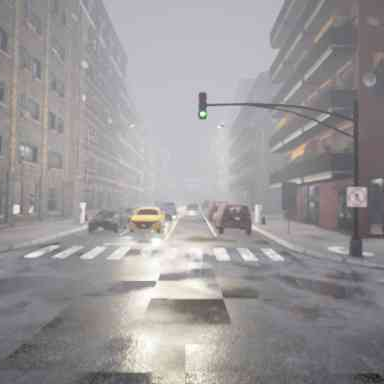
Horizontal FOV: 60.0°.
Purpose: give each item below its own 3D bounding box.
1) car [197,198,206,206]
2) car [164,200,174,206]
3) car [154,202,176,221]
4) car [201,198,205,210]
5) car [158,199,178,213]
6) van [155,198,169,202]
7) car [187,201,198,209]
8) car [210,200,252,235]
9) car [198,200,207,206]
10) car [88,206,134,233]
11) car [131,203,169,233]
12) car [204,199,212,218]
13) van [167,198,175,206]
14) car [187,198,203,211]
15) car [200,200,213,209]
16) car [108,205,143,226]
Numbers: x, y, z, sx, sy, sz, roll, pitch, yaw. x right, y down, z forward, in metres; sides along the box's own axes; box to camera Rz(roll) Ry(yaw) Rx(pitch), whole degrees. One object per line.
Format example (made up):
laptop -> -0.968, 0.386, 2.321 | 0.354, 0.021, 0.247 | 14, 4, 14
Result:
car -> 2.605, 2.613, 88.240 | 2.192, 1.841, 5.009 | 2, -1, 0
car -> -5.282, 2.551, 77.080 | 2.008, 1.369, 4.403 | 2, -1, 0
car -> -2.830, 1.923, 31.233 | 1.994, 1.385, 4.181 | 1, -1, 0
car -> 2.603, 2.068, 54.863 | 2.192, 1.841, 5.009 | 2, -1, 0
car -> -2.820, 1.994, 41.659 | 1.837, 1.490, 4.892 | 1, -1, 0
van -> -5.275, 1.981, 54.829 | 1.690, 1.788, 3.998 | 2, -1, 0
car -> 0.083, 2.389, 61.699 | 1.994, 1.385, 4.181 | 1, -1, 0
car -> 2.603, 1.642, 21.507 | 2.192, 1.841, 5.009 | 2, -1, 0
car -> 2.598, 2.771, 82.672 | 1.947, 1.339, 4.313 | 2, -1, 0
car -> -5.284, 1.780, 21.461 | 1.947, 1.339, 4.313 | 2, -1, 0
car -> -2.832, 1.732, 21.965 | 1.882, 1.535, 5.008 | 1, -1, 0
car -> 2.603, 1.768, 32.631 | 2.192, 1.841, 5.009 | 2, -1, 0
van -> -5.275, 2.434, 82.646 | 1.690, 1.788, 3.998 | 2, -1, 0
car -> 0.120, 2.160, 51.466 | 2.128, 1.511, 4.902 | 1, -1, 0
car -> 2.600, 2.280, 60.425 | 1.967, 1.590, 4.097 | 2, -1, 0
car -> -5.283, 1.842, 27.022 | 1.947, 1.339, 4.313 | 2, -1, 0
